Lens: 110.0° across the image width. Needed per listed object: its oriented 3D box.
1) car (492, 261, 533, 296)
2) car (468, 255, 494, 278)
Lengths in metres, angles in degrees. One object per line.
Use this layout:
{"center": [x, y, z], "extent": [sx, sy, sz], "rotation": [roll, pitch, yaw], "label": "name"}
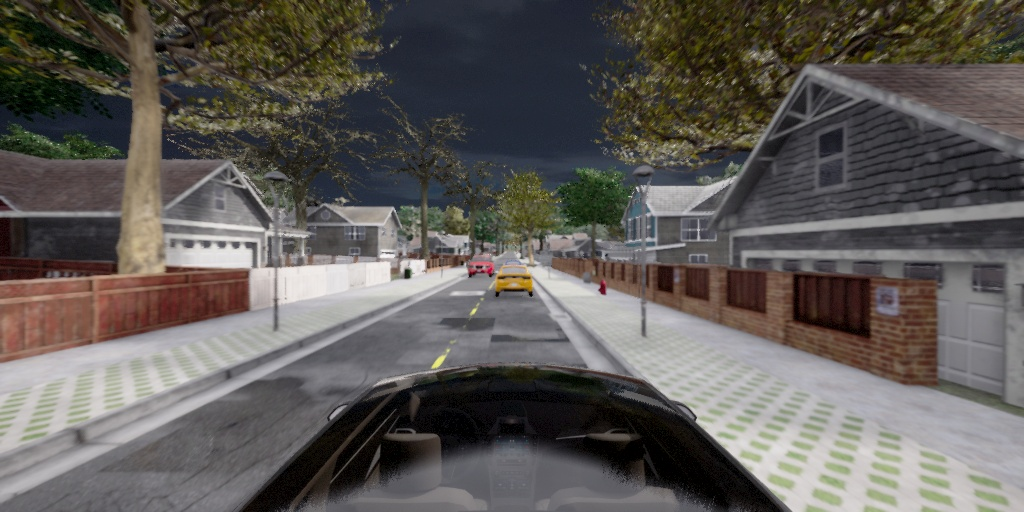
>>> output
{"center": [0.102, 1.222, 19.486], "extent": [1.882, 1.535, 5.008], "rotation": [0, 0, 0], "label": "car"}
{"center": [-2.842, 0.938, 33.956], "extent": [2.150, 2.045, 5.566], "rotation": [0, 0, 0], "label": "car"}
